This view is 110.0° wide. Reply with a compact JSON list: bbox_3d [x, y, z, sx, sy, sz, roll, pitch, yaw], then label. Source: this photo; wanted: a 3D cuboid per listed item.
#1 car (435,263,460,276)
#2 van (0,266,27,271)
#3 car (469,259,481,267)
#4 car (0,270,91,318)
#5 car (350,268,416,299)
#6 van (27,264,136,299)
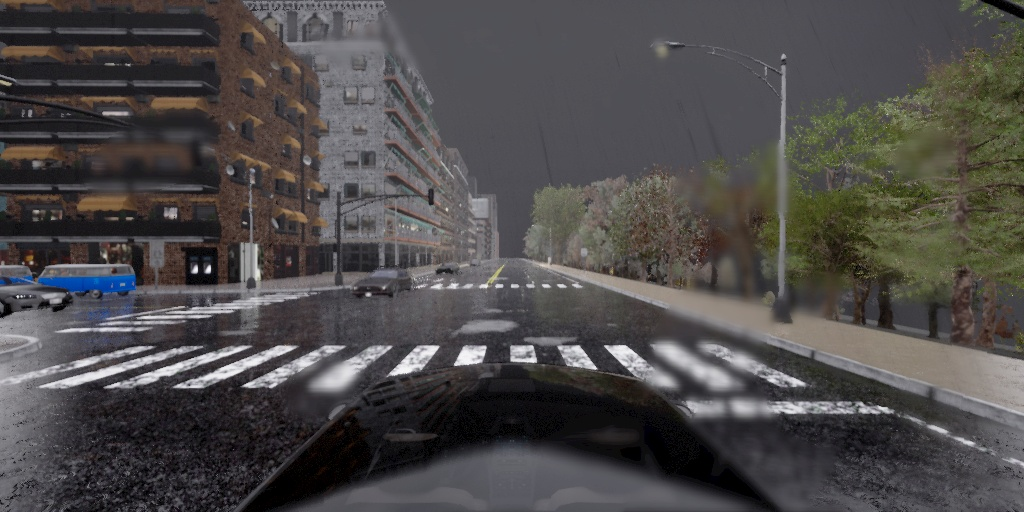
[{"bbox_3d":[-6.562,1.345,36.755,1.895,1.301,4.718,0,0,0],"label":"car"},{"bbox_3d":[-28.351,1.411,19.150,3.998,1.789,1.690,0,0,-1],"label":"van"},{"bbox_3d":[-6.611,1.280,64.220,1.837,1.490,4.892,0,2,0],"label":"car"},{"bbox_3d":[-19.684,1.475,13.496,4.902,1.511,2.128,-1,0,-1],"label":"car"},{"bbox_3d":[-6.541,1.351,18.968,2.033,1.411,5.357,-1,0,0],"label":"car"},{"bbox_3d":[-22.749,1.337,19.237,3.998,1.789,1.690,0,0,-1],"label":"van"}]
